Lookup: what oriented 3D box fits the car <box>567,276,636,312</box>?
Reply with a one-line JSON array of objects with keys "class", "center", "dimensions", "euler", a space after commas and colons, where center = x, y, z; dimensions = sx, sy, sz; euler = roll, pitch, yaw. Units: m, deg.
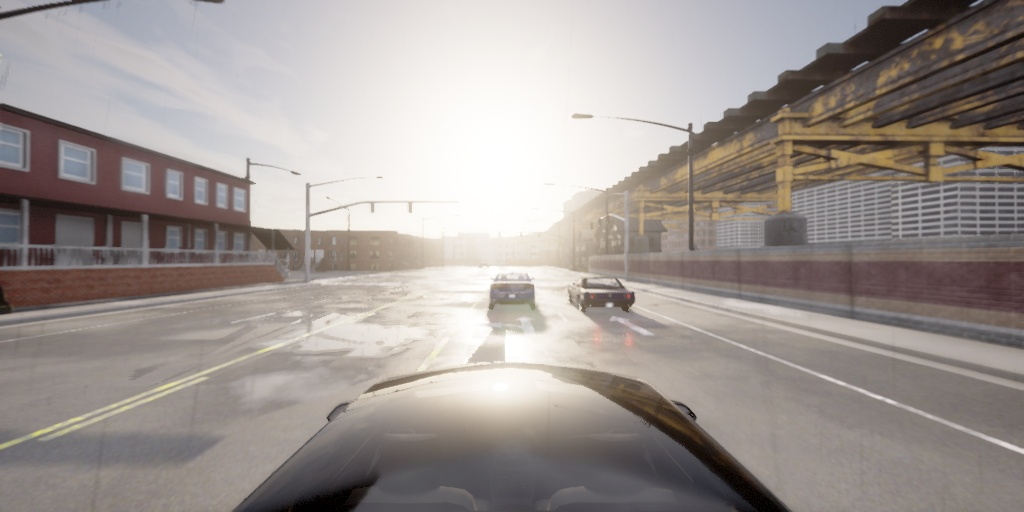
[{"class": "car", "center": [3.515, 1.497, 15.080], "dimensions": [1.895, 1.301, 4.718], "euler": [0, -1, 0]}]

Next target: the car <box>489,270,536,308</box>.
[{"class": "car", "center": [0.027, 1.384, 16.088], "dimensions": [1.882, 1.535, 5.008], "euler": [0, 0, 1]}]
